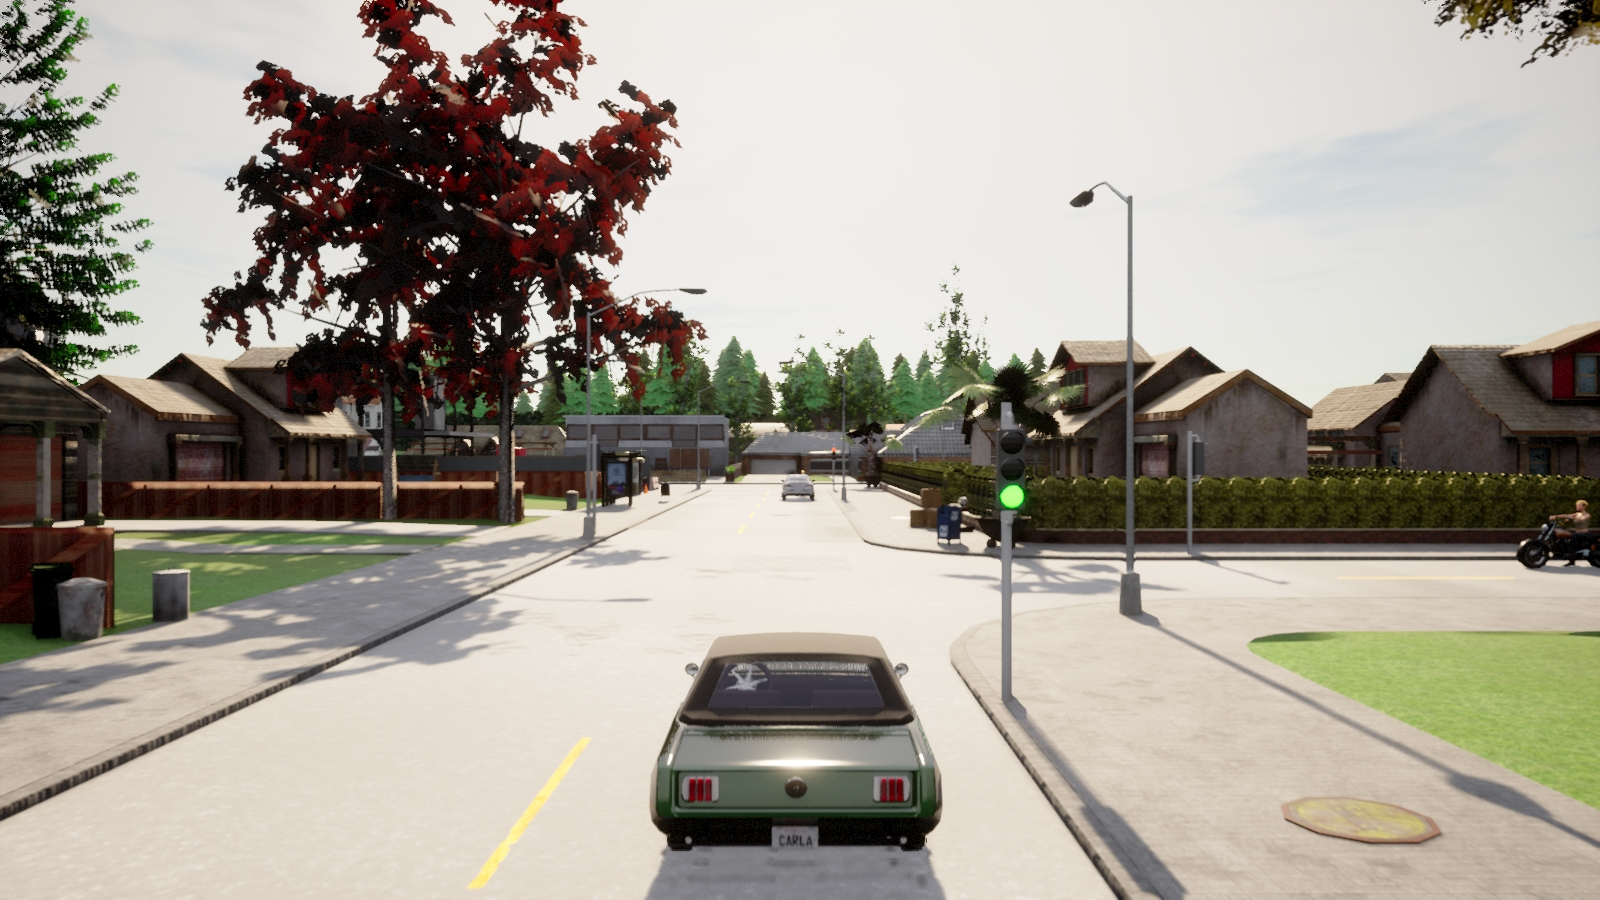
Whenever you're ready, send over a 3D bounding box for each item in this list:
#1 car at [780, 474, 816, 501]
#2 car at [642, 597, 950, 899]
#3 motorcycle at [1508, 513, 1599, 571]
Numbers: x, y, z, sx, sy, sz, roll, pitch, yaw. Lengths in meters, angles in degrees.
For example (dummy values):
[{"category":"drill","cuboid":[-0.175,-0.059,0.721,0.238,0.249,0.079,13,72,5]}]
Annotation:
[{"category":"car","cuboid":[-0.102,2.130,65.902,2.002,1.442,4.674,0,0,0]},{"category":"car","cuboid":[-0.026,2.163,9.382,1.895,1.301,4.718,0,0,0]},{"category":"motorcycle","cuboid":[18.265,2.175,27.201,2.356,1.307,0.764,0,0,0]}]
